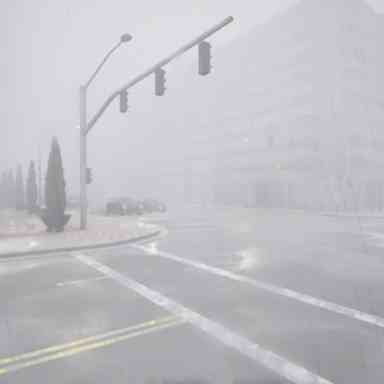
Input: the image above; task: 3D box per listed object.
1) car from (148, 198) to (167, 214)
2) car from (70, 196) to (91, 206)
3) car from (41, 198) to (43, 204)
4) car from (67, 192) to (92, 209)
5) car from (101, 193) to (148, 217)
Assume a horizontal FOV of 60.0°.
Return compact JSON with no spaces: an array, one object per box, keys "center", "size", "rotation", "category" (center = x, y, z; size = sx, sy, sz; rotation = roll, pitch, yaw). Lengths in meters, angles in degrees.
[{"center":[-4.368,1.373,33.697],"size":[2.128,1.511,4.902],"rotation":[0,0,-35],"category":"car"},{"center":[-17.708,1.407,52.686],"size":[1.812,1.442,4.674],"rotation":[0,0,-35],"category":"car"},{"center":[-24.358,1.387,56.143],"size":[2.128,1.511,4.902],"rotation":[0,0,-35],"category":"car"},{"center":[-14.909,1.247,42.755],"size":[2.097,1.767,4.553],"rotation":[0,0,-35],"category":"car"},{"center":[-6.200,1.248,30.222],"size":[2.097,1.767,4.553],"rotation":[0,0,-35],"category":"car"}]
